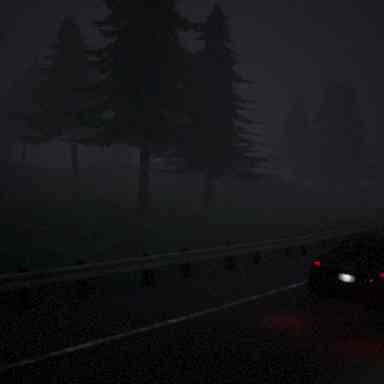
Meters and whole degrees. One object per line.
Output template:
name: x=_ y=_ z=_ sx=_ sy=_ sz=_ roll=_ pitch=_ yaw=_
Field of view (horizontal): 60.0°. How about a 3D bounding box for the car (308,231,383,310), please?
car: x=4.457 y=1.588 z=7.510 sx=4.181 sy=1.385 sz=1.994 roll=0 pitch=0 yaw=-39
